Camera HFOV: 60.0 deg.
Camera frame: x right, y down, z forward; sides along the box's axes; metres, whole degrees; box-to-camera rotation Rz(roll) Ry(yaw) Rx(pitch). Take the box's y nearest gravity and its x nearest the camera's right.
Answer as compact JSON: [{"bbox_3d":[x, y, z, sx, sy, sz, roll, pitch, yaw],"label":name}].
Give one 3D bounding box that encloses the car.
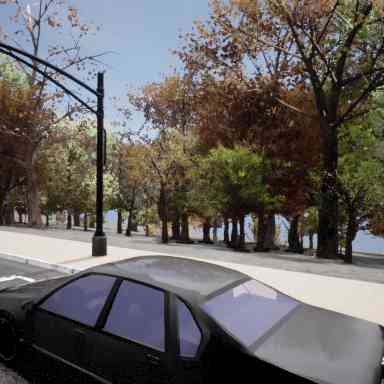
[{"bbox_3d":[-0.558,1.547,4.076,5.357,1.411,2.033,0,0,35],"label":"car"}]
